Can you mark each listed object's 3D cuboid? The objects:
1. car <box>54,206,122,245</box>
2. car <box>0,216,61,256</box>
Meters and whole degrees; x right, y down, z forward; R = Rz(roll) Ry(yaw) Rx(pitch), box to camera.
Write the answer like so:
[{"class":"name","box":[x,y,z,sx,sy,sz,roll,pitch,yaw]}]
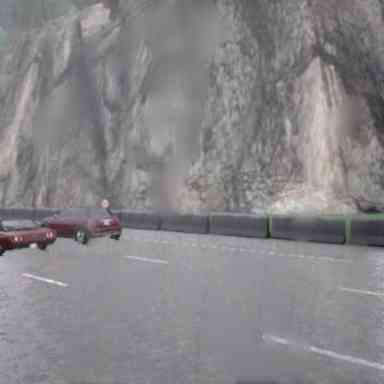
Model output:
[{"class":"car","box":[-5.651,1.484,16.569,4.553,1.767,2.097,-1,-1,36]},{"class":"car","box":[-7.722,1.735,13.746,4.718,1.301,1.895,-1,0,36]}]
